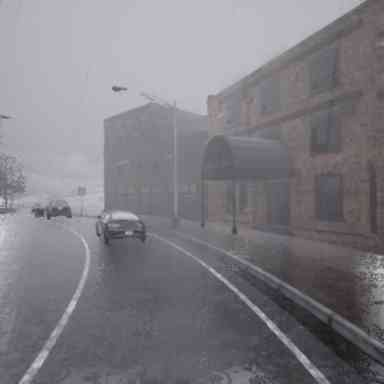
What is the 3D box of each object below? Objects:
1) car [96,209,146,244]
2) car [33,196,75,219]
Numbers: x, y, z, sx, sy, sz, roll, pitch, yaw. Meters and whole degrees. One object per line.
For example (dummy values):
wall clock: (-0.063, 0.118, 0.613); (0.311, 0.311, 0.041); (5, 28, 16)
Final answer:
car: (-3.467, 1.543, 15.943); (1.812, 1.442, 4.674); (0, 0, -22)
car: (-12.473, 1.434, 29.574); (2.097, 1.767, 4.553); (0, -1, -41)
